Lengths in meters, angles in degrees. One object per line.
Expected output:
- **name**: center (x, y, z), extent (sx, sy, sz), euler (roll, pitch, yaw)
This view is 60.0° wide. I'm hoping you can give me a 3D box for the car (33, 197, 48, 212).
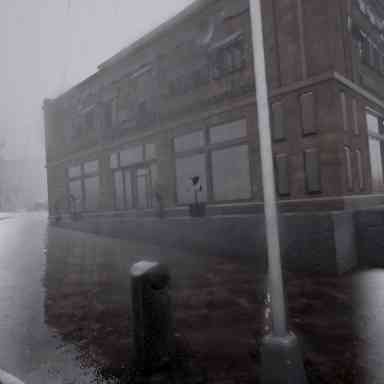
- **car**: center (-22.611, 1.899, 51.459), extent (5.566, 2.045, 2.150), euler (-5, -1, 43)
